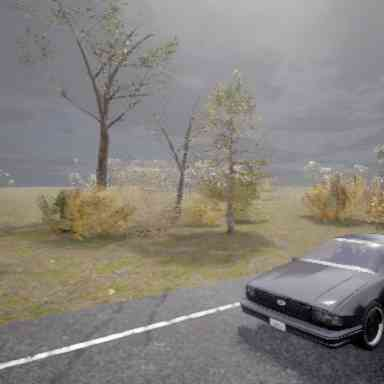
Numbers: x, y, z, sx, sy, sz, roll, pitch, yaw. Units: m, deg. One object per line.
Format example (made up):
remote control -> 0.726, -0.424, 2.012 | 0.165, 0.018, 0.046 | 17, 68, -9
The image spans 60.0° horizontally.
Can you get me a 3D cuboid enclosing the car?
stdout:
car -> 3.431, 1.546, 6.381 | 5.357, 1.411, 2.033 | 0, 0, -35
